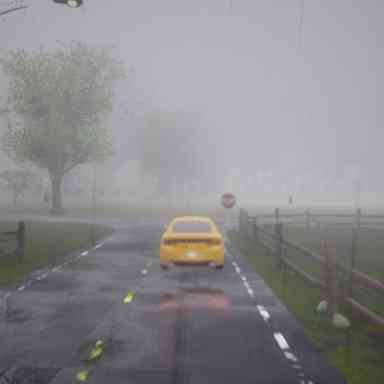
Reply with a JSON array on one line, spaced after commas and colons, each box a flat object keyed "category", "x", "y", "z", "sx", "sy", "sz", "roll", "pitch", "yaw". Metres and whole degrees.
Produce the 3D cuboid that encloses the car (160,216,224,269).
[{"category": "car", "x": 0.000, "y": 1.583, "z": 11.542, "sx": 1.882, "sy": 1.535, "sz": 5.008, "roll": 0, "pitch": -1, "yaw": 0}]
